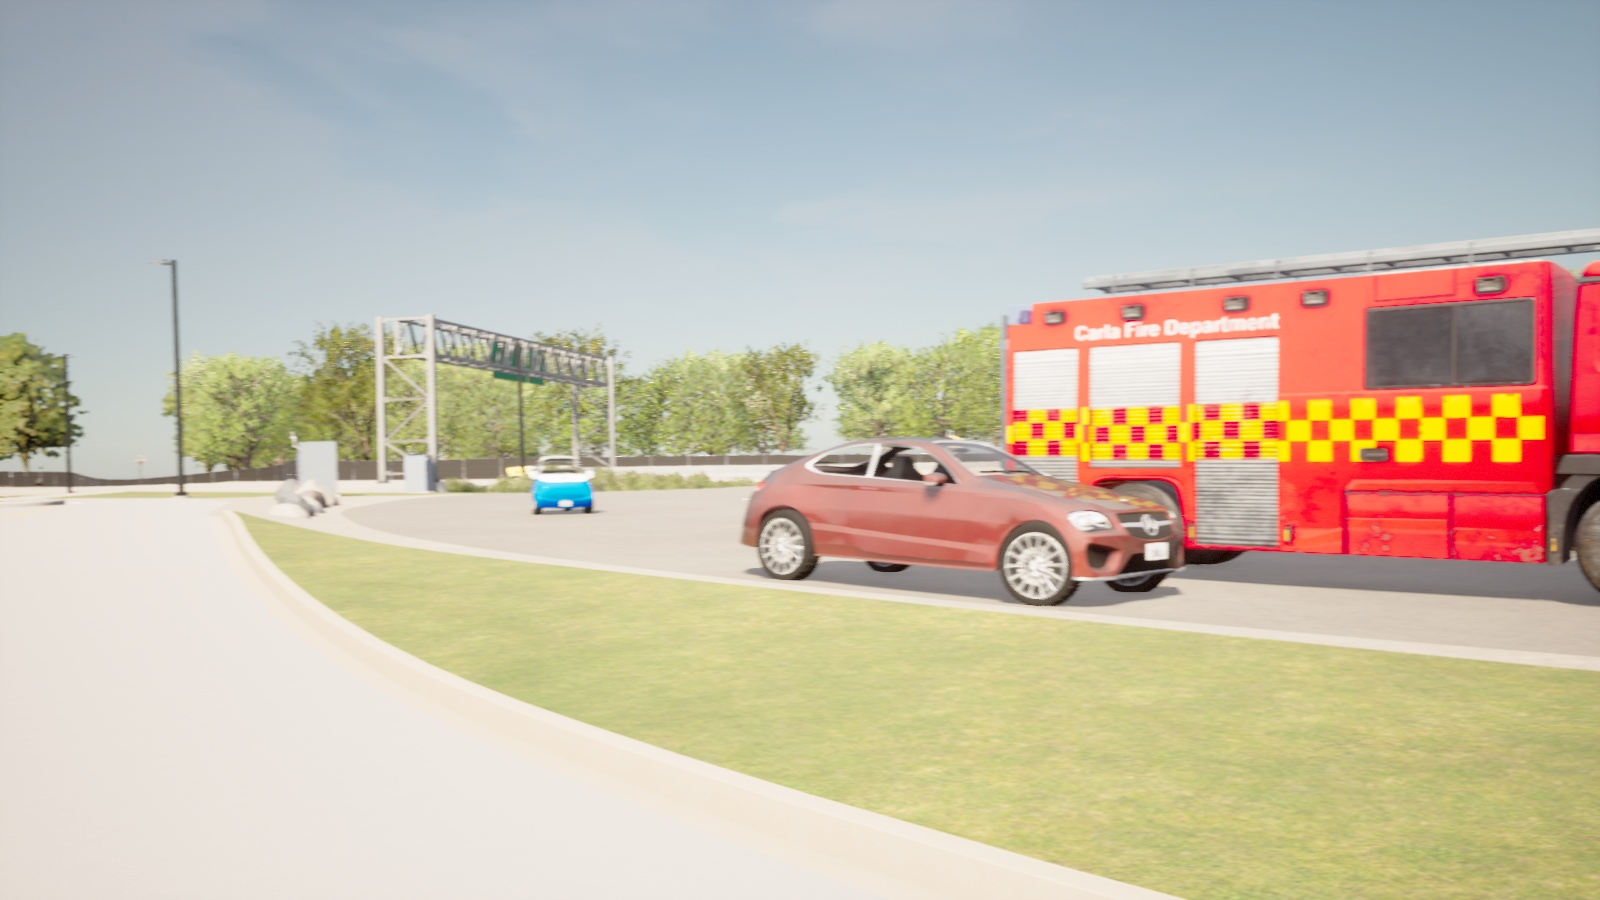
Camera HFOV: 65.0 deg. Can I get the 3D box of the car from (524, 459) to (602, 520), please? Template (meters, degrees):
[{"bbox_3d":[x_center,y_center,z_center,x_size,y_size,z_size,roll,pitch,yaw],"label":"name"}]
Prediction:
[{"bbox_3d":[-5.694,0.919,30.033,1.481,1.376,2.207,-1,0,-20],"label":"car"}]

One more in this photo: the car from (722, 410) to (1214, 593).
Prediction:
[{"bbox_3d":[1.674,0.495,13.825,5.027,1.651,2.152,-1,-1,42],"label":"car"}]

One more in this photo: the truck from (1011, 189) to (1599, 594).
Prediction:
[{"bbox_3d":[6.913,-0.536,14.214,8.468,3.827,2.891,-1,0,38],"label":"truck"}]
